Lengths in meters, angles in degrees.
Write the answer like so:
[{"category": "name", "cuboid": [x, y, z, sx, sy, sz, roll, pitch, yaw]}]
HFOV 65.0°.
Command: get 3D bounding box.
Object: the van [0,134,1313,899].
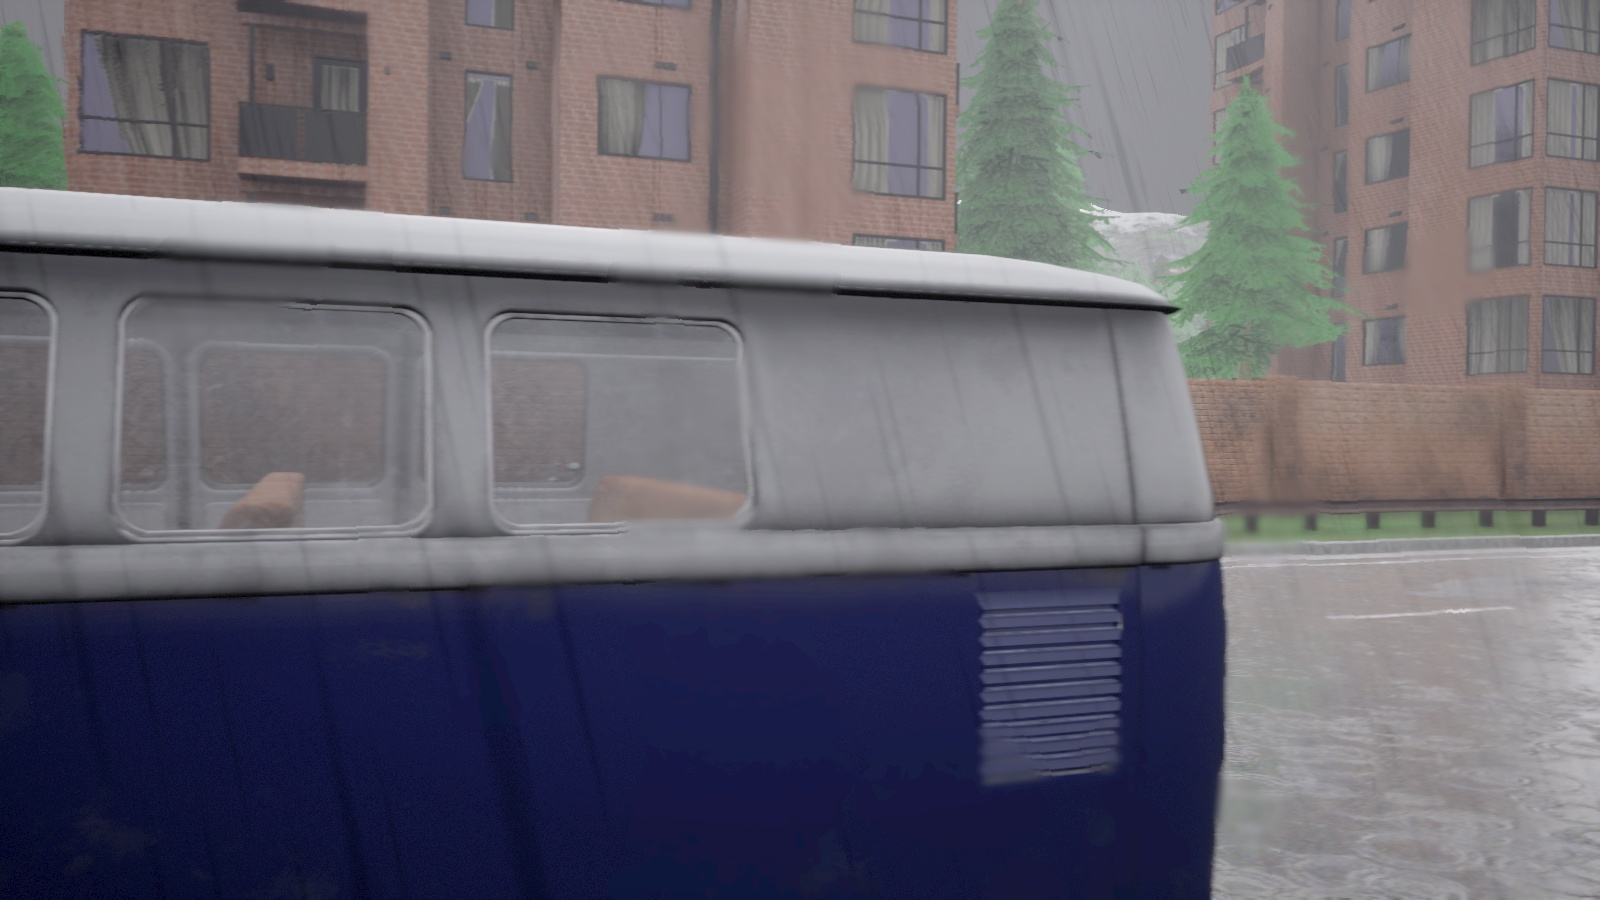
[{"category": "van", "cuboid": [-1.287, 0.520, 2.748, 4.442, 1.987, 1.775, -1, 1, -21]}]
